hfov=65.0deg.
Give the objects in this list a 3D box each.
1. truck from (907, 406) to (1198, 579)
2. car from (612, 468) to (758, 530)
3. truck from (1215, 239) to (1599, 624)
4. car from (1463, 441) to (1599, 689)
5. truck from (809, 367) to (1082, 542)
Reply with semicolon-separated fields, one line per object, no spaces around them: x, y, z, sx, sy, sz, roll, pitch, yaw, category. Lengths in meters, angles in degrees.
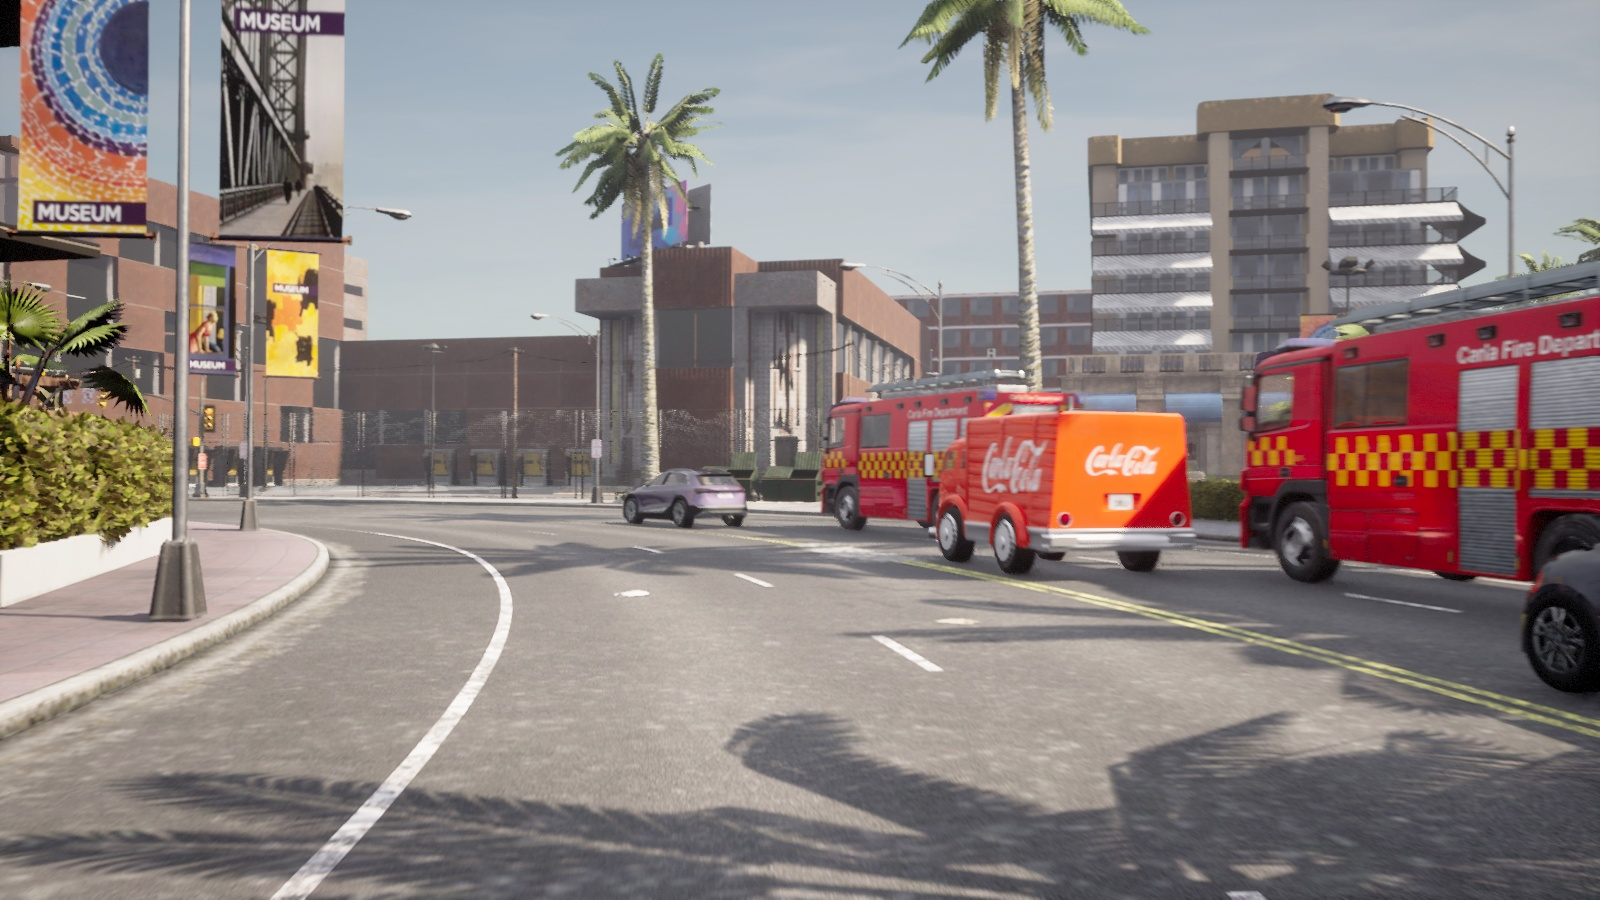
3.933;0.657;20.800;2.627;2.467;5.204;0;-1;-16;truck
-3.392;1.365;36.036;2.033;1.649;4.856;1;-1;-35;car
8.789;-0.125;16.016;2.891;3.827;8.468;0;-1;-10;truck
6.580;0.756;7.729;2.242;1.667;4.611;0;-1;-5;car
3.344;0.167;31.872;2.891;3.827;8.468;0;-1;-24;truck
